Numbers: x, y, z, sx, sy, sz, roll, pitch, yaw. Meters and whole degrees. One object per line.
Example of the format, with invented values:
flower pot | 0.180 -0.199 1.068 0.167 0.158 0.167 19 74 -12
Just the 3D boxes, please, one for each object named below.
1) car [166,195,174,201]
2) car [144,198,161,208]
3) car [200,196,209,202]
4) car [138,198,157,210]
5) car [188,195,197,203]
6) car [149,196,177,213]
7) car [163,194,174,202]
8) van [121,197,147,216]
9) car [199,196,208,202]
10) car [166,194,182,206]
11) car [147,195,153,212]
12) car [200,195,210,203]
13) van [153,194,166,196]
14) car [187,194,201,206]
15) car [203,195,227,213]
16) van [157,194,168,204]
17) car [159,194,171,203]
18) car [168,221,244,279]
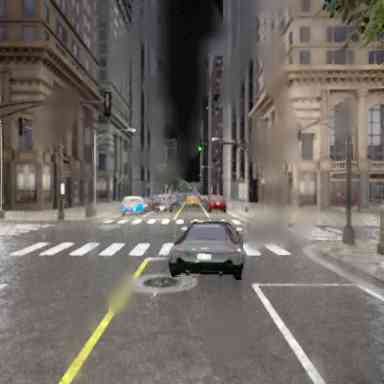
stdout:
car | -5.708 1.519 86.702 1.967 1.590 4.097 0 0 0
car | -5.732 1.591 48.613 1.947 1.339 4.313 0 0 0
car | 2.811 1.644 75.820 1.802 1.307 4.206 0 0 0
car | -5.735 1.563 43.172 1.887 1.381 4.507 0 0 0
car | 0.046 1.536 73.308 1.882 1.535 5.008 0 0 0
car | -3.070 1.503 36.667 2.128 1.511 4.902 0 0 0
car | -5.711 1.384 81.261 2.192 1.841 5.009 0 0 0
van | -5.741 1.348 32.290 1.690 1.788 3.998 0 0 0
car | 2.814 1.614 81.260 1.887 1.381 4.507 0 0 0
car | -3.035 1.538 54.417 1.837 1.490 4.892 0 0 0
car | -5.738 1.452 37.731 1.967 1.590 4.097 0 0 0
car | 2.808 1.495 70.379 1.967 1.590 4.097 0 0 0
van | -5.728 1.373 54.055 1.690 1.788 3.998 0 0 0
car | 0.135 1.512 55.786 1.882 1.535 5.008 0 0 0
car | 2.787 1.328 37.734 2.192 1.841 5.009 0 0 0
van | -5.721 1.388 64.937 1.690 1.788 3.998 0 0 0
car | -5.718 1.369 70.379 2.192 1.841 5.009 0 0 0
car | 0.583 1.563 10.191 1.994 1.385 4.181 0 0 8
